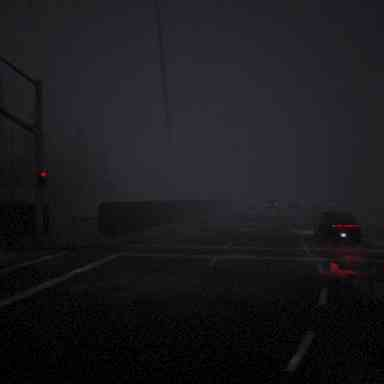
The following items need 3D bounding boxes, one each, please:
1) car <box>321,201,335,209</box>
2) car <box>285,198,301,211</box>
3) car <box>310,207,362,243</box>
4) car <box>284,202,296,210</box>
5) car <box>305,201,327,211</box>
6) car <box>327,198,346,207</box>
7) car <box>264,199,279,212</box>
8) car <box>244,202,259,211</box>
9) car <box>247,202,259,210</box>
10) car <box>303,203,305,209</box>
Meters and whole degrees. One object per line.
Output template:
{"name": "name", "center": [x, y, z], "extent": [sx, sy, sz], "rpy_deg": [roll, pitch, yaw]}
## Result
{"name": "car", "center": [26.046, 2.494, 63.831], "extent": [1.812, 1.442, 4.674], "rpy_deg": [-1, -1, 14]}
{"name": "car", "center": [16.946, 2.269, 55.700], "extent": [2.097, 1.767, 4.553], "rpy_deg": [-1, -1, 14]}
{"name": "car", "center": [7.621, 1.775, 17.728], "extent": [1.837, 1.490, 4.892], "rpy_deg": [-1, -1, 15]}
{"name": "car", "center": [18.956, 2.665, 64.293], "extent": [1.895, 1.301, 4.718], "rpy_deg": [-1, -1, 14]}
{"name": "car", "center": [20.212, 2.415, 54.399], "extent": [1.994, 1.385, 4.181], "rpy_deg": [-1, -1, 14]}
{"name": "car", "center": [23.925, 2.042, 55.106], "extent": [2.150, 2.045, 5.566], "rpy_deg": [-1, -1, 14]}
{"name": "car", "center": [13.170, 2.177, 55.350], "extent": [2.150, 2.045, 5.566], "rpy_deg": [-1, -1, 14]}
{"name": "car", "center": [10.094, 2.505, 57.068], "extent": [1.882, 1.535, 5.008], "rpy_deg": [-1, -1, 14]}
{"name": "car", "center": [12.322, 2.739, 66.620], "extent": [2.033, 1.411, 5.357], "rpy_deg": [-1, -1, 14]}
{"name": "car", "center": [22.253, 2.492, 63.047], "extent": [2.128, 1.511, 4.902], "rpy_deg": [-1, -1, 14]}
